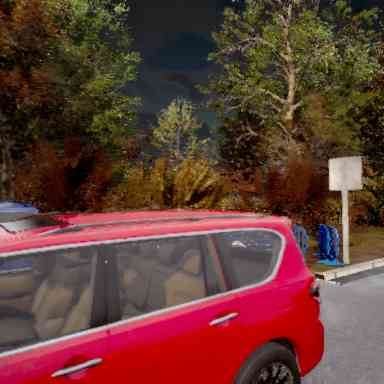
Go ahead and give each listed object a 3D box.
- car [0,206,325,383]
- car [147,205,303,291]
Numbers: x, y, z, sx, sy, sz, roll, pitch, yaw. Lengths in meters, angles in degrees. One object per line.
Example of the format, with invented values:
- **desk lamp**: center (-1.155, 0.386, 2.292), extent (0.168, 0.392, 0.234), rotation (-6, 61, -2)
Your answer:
- **car**: center (-1.178, 1.223, 2.843), extent (5.566, 2.045, 2.150), rotation (0, 0, -35)
- **car**: center (0.700, 1.369, 10.002), extent (2.185, 1.767, 4.553), rotation (1, -1, -35)
